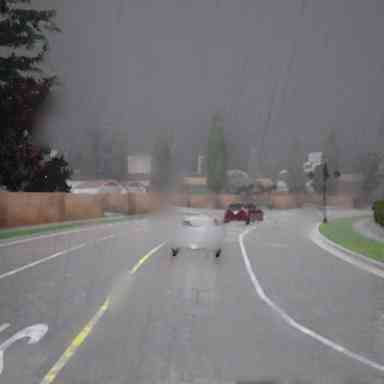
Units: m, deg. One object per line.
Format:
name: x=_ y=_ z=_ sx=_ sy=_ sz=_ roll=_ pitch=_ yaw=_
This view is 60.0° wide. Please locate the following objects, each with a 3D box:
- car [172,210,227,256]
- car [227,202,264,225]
car: x=0.356 y=1.670 z=13.780 sx=1.812 sy=1.442 sz=4.674 roll=0 pitch=0 yaw=8
car: x=4.285 y=1.626 z=26.950 sx=2.097 sy=1.767 sz=4.553 roll=0 pitch=-1 yaw=28
